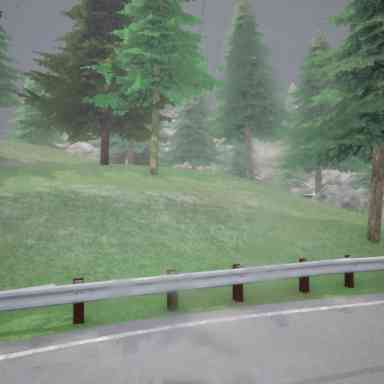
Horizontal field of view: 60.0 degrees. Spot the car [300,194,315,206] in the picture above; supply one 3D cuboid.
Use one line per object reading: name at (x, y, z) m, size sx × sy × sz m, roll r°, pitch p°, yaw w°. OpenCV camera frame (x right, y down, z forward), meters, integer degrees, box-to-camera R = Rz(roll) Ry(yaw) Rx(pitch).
car at (14.642, 1.240, 38.091) m, size 2.150 × 2.045 × 5.566 m, roll 0°, pitch 0°, yaw -16°
